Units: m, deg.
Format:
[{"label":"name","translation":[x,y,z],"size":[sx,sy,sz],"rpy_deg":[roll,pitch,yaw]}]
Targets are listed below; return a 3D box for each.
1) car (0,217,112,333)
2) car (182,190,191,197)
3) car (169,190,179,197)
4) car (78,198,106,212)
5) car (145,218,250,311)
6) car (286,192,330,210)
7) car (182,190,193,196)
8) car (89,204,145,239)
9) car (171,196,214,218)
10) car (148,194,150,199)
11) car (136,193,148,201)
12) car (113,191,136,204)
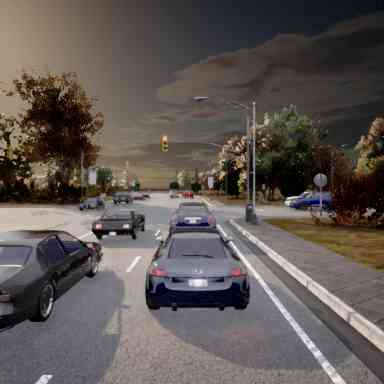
[{"label":"car","translation":[-3.423,1.527,7.106],"size":[2.033,1.411,5.357],"rpy_deg":[0,0,-1]},{"label":"car","translation":[-1.671,0.388,94.164],"size":[2.097,1.767,4.553],"rpy_deg":[0,1,-7]},{"label":"car","translation":[-4.394,0.882,84.193],"size":[1.994,1.385,4.181],"rpy_deg":[0,1,-4]},{"label":"car","translation":[-10.759,1.344,36.001],"size":[1.994,1.385,4.181],"rpy_deg":[0,0,0]},{"label":"car","translation":[0.074,1.540,7.798],"size":[1.994,1.385,4.181],"rpy_deg":[0,0,-1]},{"label":"car","translation":[13.988,0.991,37.509],"size":[5.566,2.045,2.150],"rpy_deg":[0,0,-3]},{"label":"car","translation":[-0.845,0.561,83.517],"size":[2.150,2.045,5.566],"rpy_deg":[0,1,-4]},{"label":"car","translation":[-3.492,1.517,16.750],"size":[1.895,1.301,4.718],"rpy_deg":[0,0,-1]},{"label":"car","translation":[0.029,1.270,16.431],"size":[2.097,1.767,4.553],"rpy_deg":[0,0,0]},{"label":"car","translation":[-11.177,0.988,79.778],"size":[1.895,1.301,4.718],"rpy_deg":[0,1,-2]},{"label":"car","translation":[-10.856,1.005,68.389],"size":[1.882,1.535,5.008],"rpy_deg":[0,0,-1]},{"label":"car","translation":[-10.826,0.886,52.341],"size":[2.150,2.045,5.566],"rpy_deg":[0,0,0]}]
